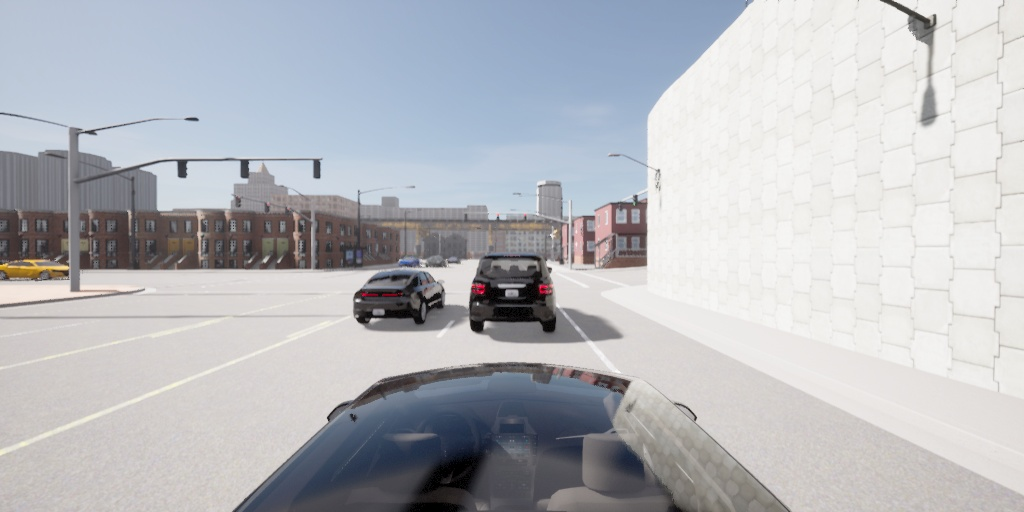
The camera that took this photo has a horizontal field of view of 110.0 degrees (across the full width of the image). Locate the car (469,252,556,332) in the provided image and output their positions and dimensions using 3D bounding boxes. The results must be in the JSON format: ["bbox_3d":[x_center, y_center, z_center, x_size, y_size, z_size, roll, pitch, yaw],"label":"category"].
[{"bbox_3d":[0.061,0.907,10.756,2.150,2.045,5.566,0,0,1],"label":"car"}]

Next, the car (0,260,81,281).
[{"bbox_3d":[-35.720,1.046,27.076,5.008,1.535,1.882,0,0,0],"label":"car"}]

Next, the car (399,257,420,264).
[{"bbox_3d":[-14.104,0.885,49.552,1.882,1.535,5.008,0,0,1],"label":"car"}]

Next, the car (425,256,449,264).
[{"bbox_3d":[-10.598,0.758,49.817,2.097,1.767,4.553,0,0,0],"label":"car"}]

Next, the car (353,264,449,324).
[{"bbox_3d":[-3.423,1.184,11.649,1.837,1.490,4.892,0,0,0],"label":"car"}]
